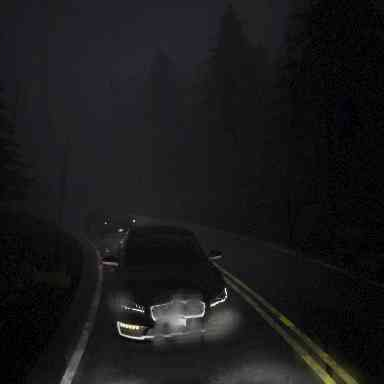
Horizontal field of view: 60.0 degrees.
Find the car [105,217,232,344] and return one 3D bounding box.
[{"bbox_3d":[-0.647,1.495,6.820,1.837,1.490,4.892,-1,0,-11],"label":"car"}]

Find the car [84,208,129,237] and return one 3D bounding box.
[{"bbox_3d":[-4.641,1.612,18.559,1.895,1.301,4.718,-3,1,-29],"label":"car"}]
